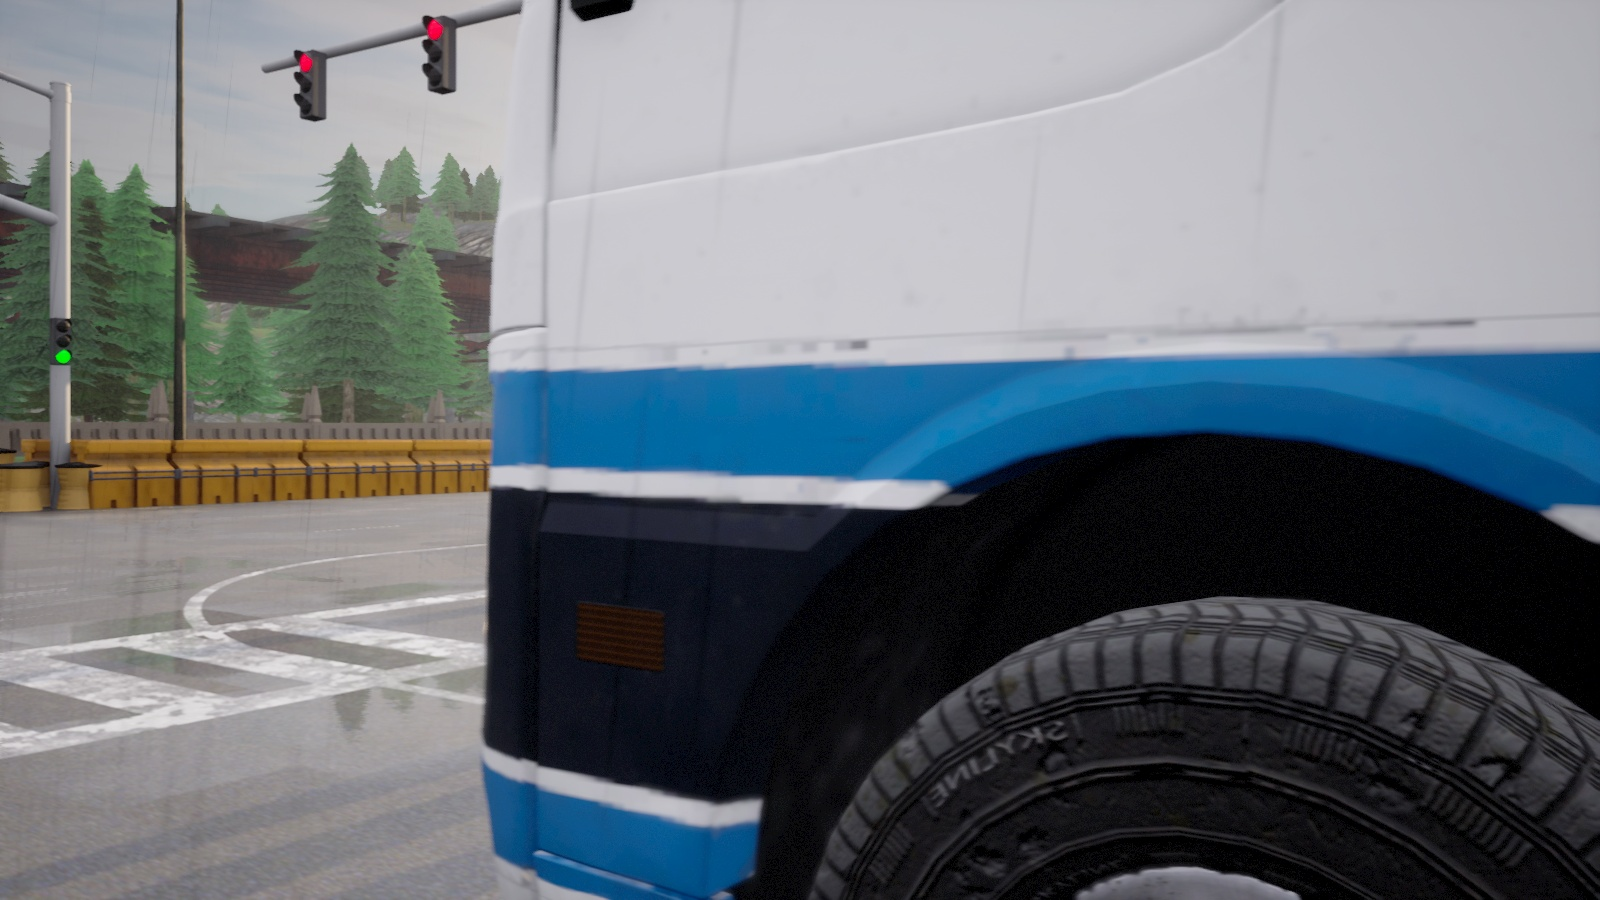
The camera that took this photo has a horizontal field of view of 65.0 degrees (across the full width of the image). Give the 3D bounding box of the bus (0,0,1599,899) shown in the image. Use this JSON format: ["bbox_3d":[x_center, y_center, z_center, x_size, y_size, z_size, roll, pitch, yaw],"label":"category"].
[{"bbox_3d":[3.816,-0.698,1.061,10.273,4.253,3.944,0,1,34],"label":"bus"}]
